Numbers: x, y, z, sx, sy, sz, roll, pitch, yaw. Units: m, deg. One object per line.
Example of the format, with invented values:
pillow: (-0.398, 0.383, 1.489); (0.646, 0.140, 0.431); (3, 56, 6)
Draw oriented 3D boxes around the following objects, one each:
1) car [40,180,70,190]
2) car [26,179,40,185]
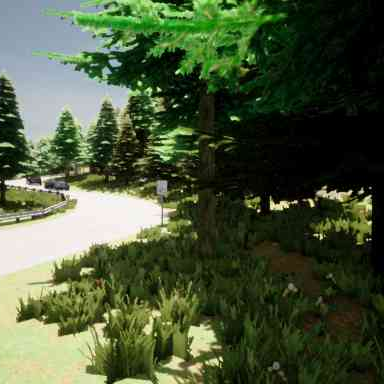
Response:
car: (-18.773, -0.986, 46.136); (4.181, 1.385, 1.994); (6, 4, 40)
car: (-25.392, -1.912, 53.410); (1.837, 1.490, 4.892); (0, 5, -33)
